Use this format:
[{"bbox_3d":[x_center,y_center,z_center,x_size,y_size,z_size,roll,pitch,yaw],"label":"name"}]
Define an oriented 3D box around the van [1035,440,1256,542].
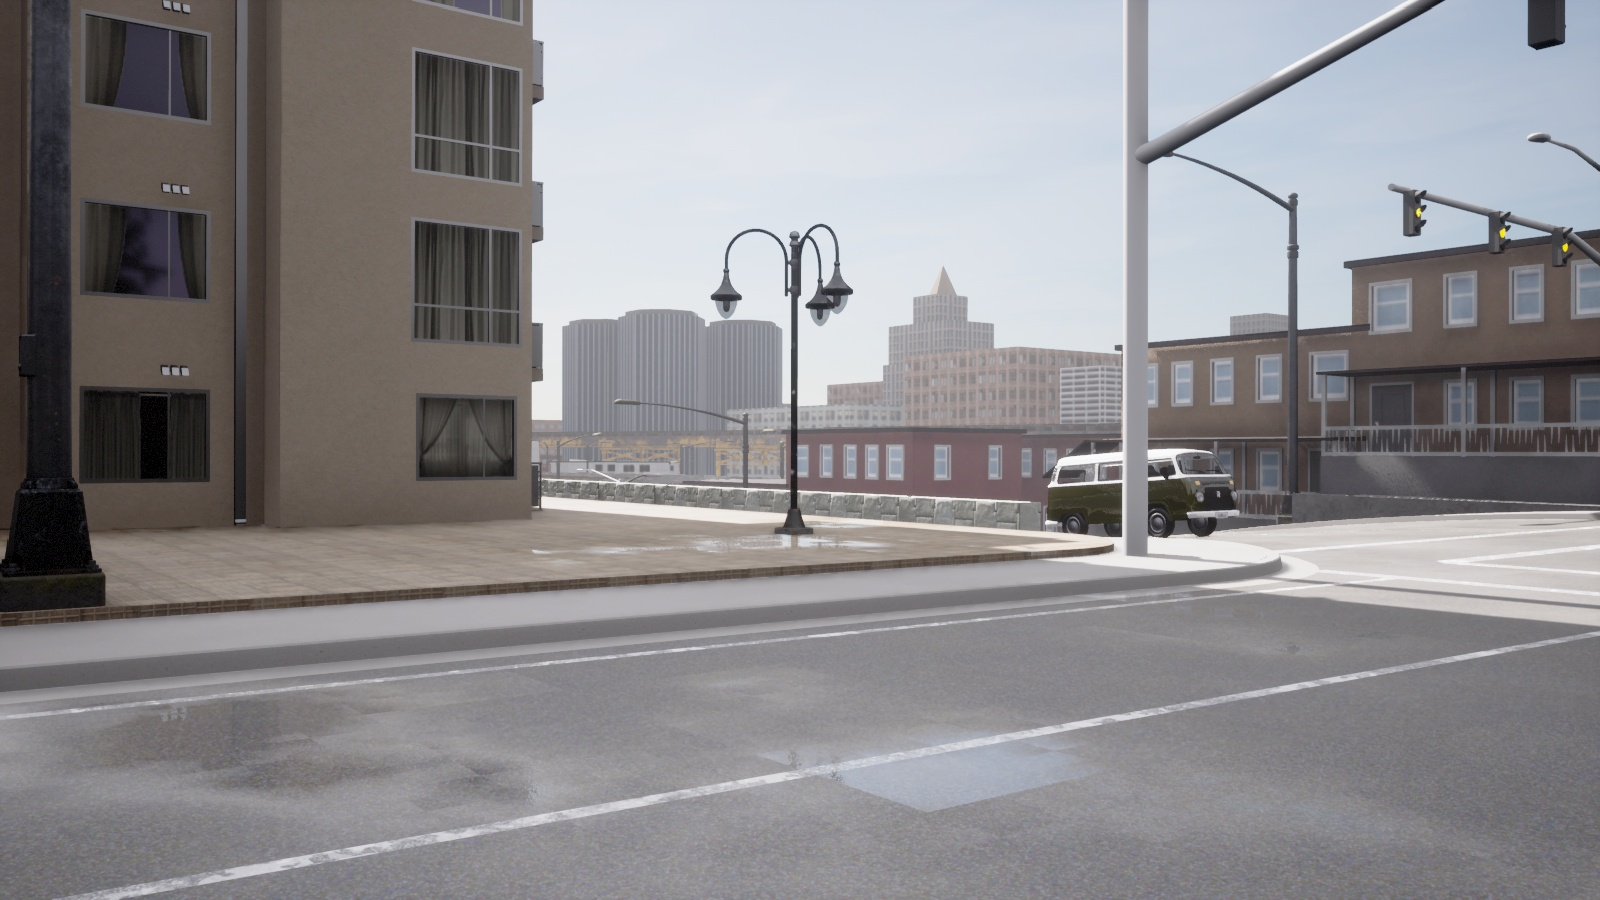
[{"bbox_3d":[7.825,0.996,28.884,2.069,2.038,4.480,0,-5,-36],"label":"van"}]
